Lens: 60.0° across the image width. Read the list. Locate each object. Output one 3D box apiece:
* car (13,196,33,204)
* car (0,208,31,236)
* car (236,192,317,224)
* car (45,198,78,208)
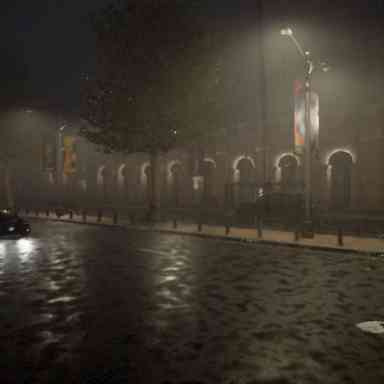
[{"bbox_3d":[-28.228,1.317,54.729,4.718,1.301,1.895,0,0,39],"label":"car"},{"bbox_3d":[-9.731,1.484,16.374,4.181,1.385,1.994,0,0,39],"label":"car"},{"bbox_3d":[5.843,1.048,23.422,5.566,2.045,2.150,0,0,39],"label":"car"},{"bbox_3d":[-16.137,1.377,41.002,4.718,1.301,1.895,0,0,38],"label":"car"}]
